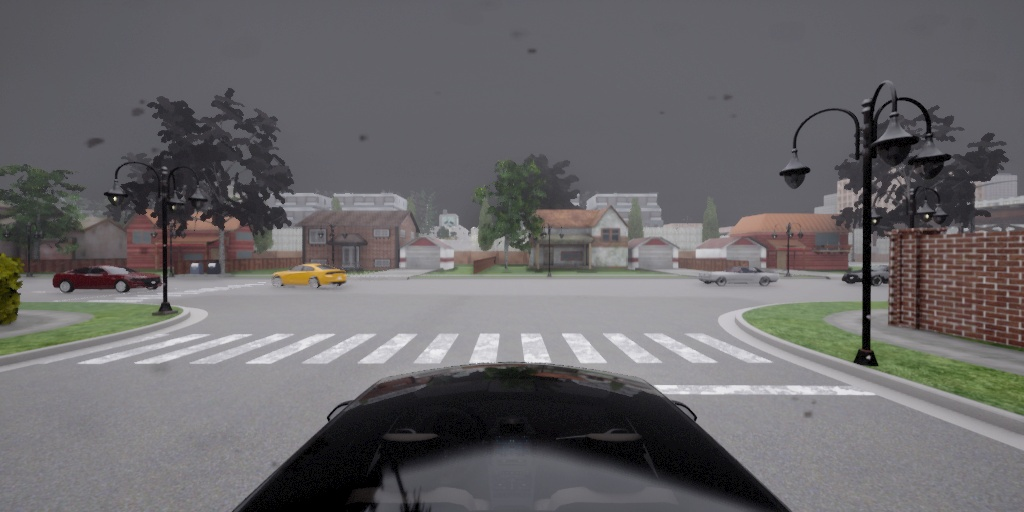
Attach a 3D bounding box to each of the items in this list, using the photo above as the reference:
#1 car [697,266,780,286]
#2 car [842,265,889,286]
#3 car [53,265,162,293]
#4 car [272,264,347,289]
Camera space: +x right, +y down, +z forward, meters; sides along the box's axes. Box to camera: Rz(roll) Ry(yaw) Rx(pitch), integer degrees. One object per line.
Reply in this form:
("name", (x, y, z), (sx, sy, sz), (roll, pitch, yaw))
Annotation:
("car", (15.447, 1.368, 24.696), (4.718, 1.301, 1.895), (0, 0, 0))
("car", (25.450, 1.331, 24.731), (4.181, 1.385, 1.994), (0, 0, 1))
("car", (-23.251, 1.270, 20.736), (5.008, 1.535, 1.882), (0, 0, 0))
("car", (-13.255, 1.255, 23.417), (5.008, 1.535, 1.882), (0, 0, 18))
